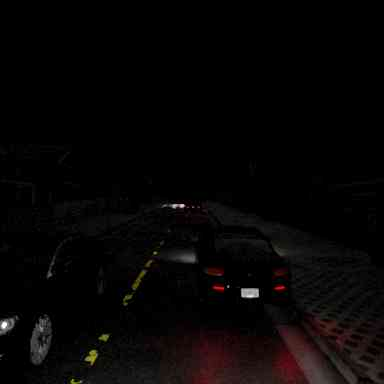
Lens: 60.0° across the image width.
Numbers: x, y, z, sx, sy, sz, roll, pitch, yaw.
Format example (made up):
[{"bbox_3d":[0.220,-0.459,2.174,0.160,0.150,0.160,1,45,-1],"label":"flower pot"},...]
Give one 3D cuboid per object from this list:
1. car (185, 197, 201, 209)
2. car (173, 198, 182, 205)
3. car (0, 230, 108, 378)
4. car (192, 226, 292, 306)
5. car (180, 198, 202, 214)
[{"bbox_3d":[0.096,1.552,46.614,2.128,1.511,4.902,0,0,0],"label":"car"},{"bbox_3d":[-2.629,1.769,64.495,1.895,1.301,4.718,0,0,0],"label":"car"},{"bbox_3d":[-2.839,1.495,5.774,2.128,1.511,4.902,0,0,0],"label":"car"},{"bbox_3d":[0.978,1.529,7.881,1.812,1.442,4.674,0,0,0],"label":"car"},{"bbox_3d":[0.148,1.570,36.019,2.033,1.411,5.357,0,0,1],"label":"car"}]
